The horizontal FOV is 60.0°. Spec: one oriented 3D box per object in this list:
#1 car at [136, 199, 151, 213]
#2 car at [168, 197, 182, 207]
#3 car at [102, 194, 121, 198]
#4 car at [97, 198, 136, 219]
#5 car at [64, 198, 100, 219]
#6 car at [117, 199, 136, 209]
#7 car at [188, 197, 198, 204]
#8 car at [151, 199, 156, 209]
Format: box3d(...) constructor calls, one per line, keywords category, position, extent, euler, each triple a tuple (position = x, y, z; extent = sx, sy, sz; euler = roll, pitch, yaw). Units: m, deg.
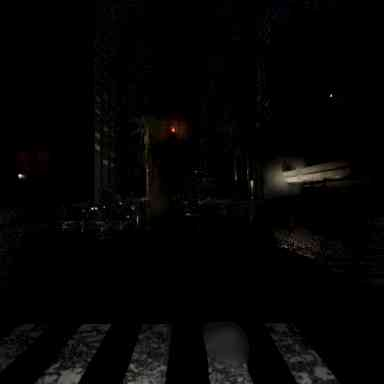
box3d(category="car", position=(-6.529, 1.587, 39.051), extent=(2.128, 1.511, 4.902), euler=(0, 0, 0))
box3d(category="car", position=(-3.048, 1.692, 56.296), extent=(1.812, 1.442, 4.674), euler=(0, 0, 0))
box3d(category="car", position=(-9.781, 1.319, 39.793), extent=(2.150, 2.045, 5.566), euler=(0, 0, 0))
box3d(category="car", position=(-6.547, 1.543, 29.583), extent=(1.882, 1.535, 5.008), euler=(0, 0, 0))
box3d(category="car", position=(-9.793, 1.543, 29.847), extent=(1.882, 1.535, 5.008), euler=(0, 0, 0))
box3d(category="car", position=(-9.745, 1.701, 49.754), extent=(1.994, 1.385, 4.181), euler=(0, 0, 0))
box3d(category="car", position=(0.232, 1.790, 69.812), extent=(1.994, 1.385, 4.181), euler=(0, 0, 0))
box3d(category="car", position=(-6.501, 1.734, 48.939), extent=(1.895, 1.301, 4.718), euler=(0, 0, 0))
